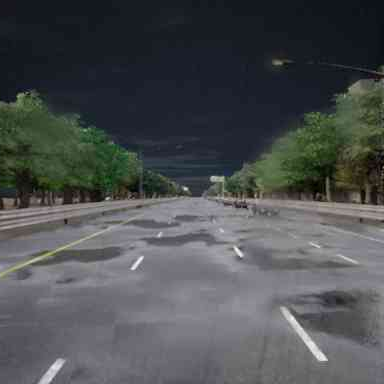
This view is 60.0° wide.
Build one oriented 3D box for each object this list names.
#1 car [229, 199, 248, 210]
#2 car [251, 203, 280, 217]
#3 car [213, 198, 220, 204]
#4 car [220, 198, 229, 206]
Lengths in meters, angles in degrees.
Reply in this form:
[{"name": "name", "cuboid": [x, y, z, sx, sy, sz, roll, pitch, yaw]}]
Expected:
[{"name": "car", "cuboid": [7.164, 1.845, 49.676, 1.837, 1.490, 4.892, 0, -1, 0]}, {"name": "car", "cuboid": [7.077, 1.751, 32.566, 1.895, 1.301, 4.718, 0, -1, 0]}, {"name": "car", "cuboid": [7.466, 2.353, 87.117, 2.128, 1.511, 4.902, 0, -1, 1]}, {"name": "car", "cuboid": [7.293, 2.175, 68.152, 1.895, 1.301, 4.718, 0, -1, 0]}]
